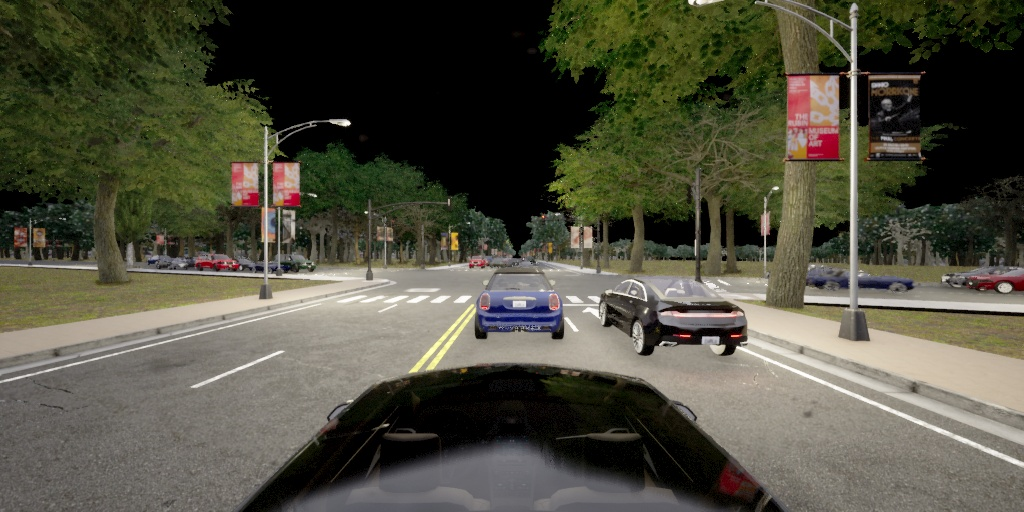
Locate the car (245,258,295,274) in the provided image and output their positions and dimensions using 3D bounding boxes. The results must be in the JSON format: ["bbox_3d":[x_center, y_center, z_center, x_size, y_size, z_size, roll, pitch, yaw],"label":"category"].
[{"bbox_3d":[-26.006,1.225,38.514,4.718,1.301,1.895,0,0,27],"label":"car"}]

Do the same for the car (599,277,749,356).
[{"bbox_3d":[3.434,1.241,8.602,2.128,1.511,4.902,0,0,0],"label":"car"}]

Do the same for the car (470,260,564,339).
[{"bbox_3d":[0.199,1.102,10.192,2.097,1.767,4.553,0,0,1],"label":"car"}]

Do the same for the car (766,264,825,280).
[{"bbox_3d":[21.158,1.429,24.790,5.357,1.411,2.033,0,0,21],"label":"car"}]

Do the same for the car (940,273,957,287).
[{"bbox_3d":[31.836,1.430,23.553,4.902,1.511,2.128,0,0,24],"label":"car"}]

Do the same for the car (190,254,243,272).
[{"bbox_3d":[-35.070,0.797,42.575,5.566,2.045,2.150,0,0,24],"label":"car"}]

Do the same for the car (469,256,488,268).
[{"bbox_3d":[-5.587,0.978,58.009,2.150,2.045,5.566,0,0,1],"label":"car"}]

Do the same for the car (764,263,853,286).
[{"bbox_3d":[22.625,1.373,27.659,4.902,1.511,2.128,0,0,26],"label":"car"}]

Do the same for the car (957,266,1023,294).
[{"bbox_3d":[30.139,1.414,20.753,5.008,1.535,1.882,0,0,24],"label":"car"}]

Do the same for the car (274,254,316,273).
[{"bbox_3d":[-25.511,0.840,41.870,5.566,2.045,2.150,0,0,24],"label":"car"}]

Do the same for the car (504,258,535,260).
[{"bbox_3d":[1.303,1.260,35.548,1.837,1.490,4.892,-1,1,-28],"label":"car"}]

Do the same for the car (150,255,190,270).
[{"bbox_3d":[-44.261,1.021,46.700,4.902,1.511,2.128,0,0,24],"label":"car"}]

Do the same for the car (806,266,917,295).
[{"bbox_3d":[20.419,1.487,21.325,4.718,1.301,1.895,0,0,24],"label":"car"}]

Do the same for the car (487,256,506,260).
[{"bbox_3d":[-2.342,1.109,57.095,2.097,1.767,4.553,0,0,1],"label":"car"}]

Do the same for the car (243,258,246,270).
[{"bbox_3d":[-34.670,1.074,45.965,4.892,1.490,1.837,0,0,24],"label":"car"}]
